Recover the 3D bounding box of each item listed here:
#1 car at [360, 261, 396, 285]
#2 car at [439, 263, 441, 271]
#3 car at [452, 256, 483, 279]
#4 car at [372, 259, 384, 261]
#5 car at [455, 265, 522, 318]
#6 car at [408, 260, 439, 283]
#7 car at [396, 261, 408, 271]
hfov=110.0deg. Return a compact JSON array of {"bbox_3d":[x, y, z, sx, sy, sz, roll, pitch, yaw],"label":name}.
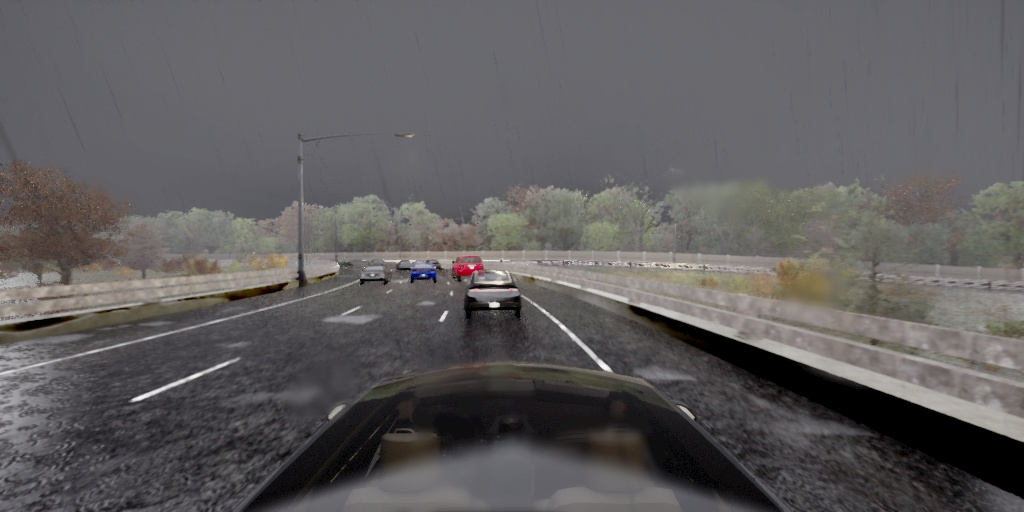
[{"bbox_3d":[-10.084,1.341,26.738,2.033,1.411,5.357,0,0,-14],"label":"car"},{"bbox_3d":[-11.332,1.296,50.421,1.837,1.490,4.892,0,0,-25],"label":"car"},{"bbox_3d":[-3.730,0.980,29.934,2.150,2.045,5.566,0,0,-15],"label":"car"},{"bbox_3d":[-18.386,1.182,48.865,2.097,1.767,4.553,0,0,-26],"label":"car"},{"bbox_3d":[-0.768,1.249,13.058,2.128,1.511,4.902,0,0,-6],"label":"car"},{"bbox_3d":[-7.069,1.255,28.666,1.882,1.535,5.008,0,0,-14],"label":"car"},{"bbox_3d":[-14.907,1.374,49.731,1.994,1.385,4.181,0,0,-26],"label":"car"}]
